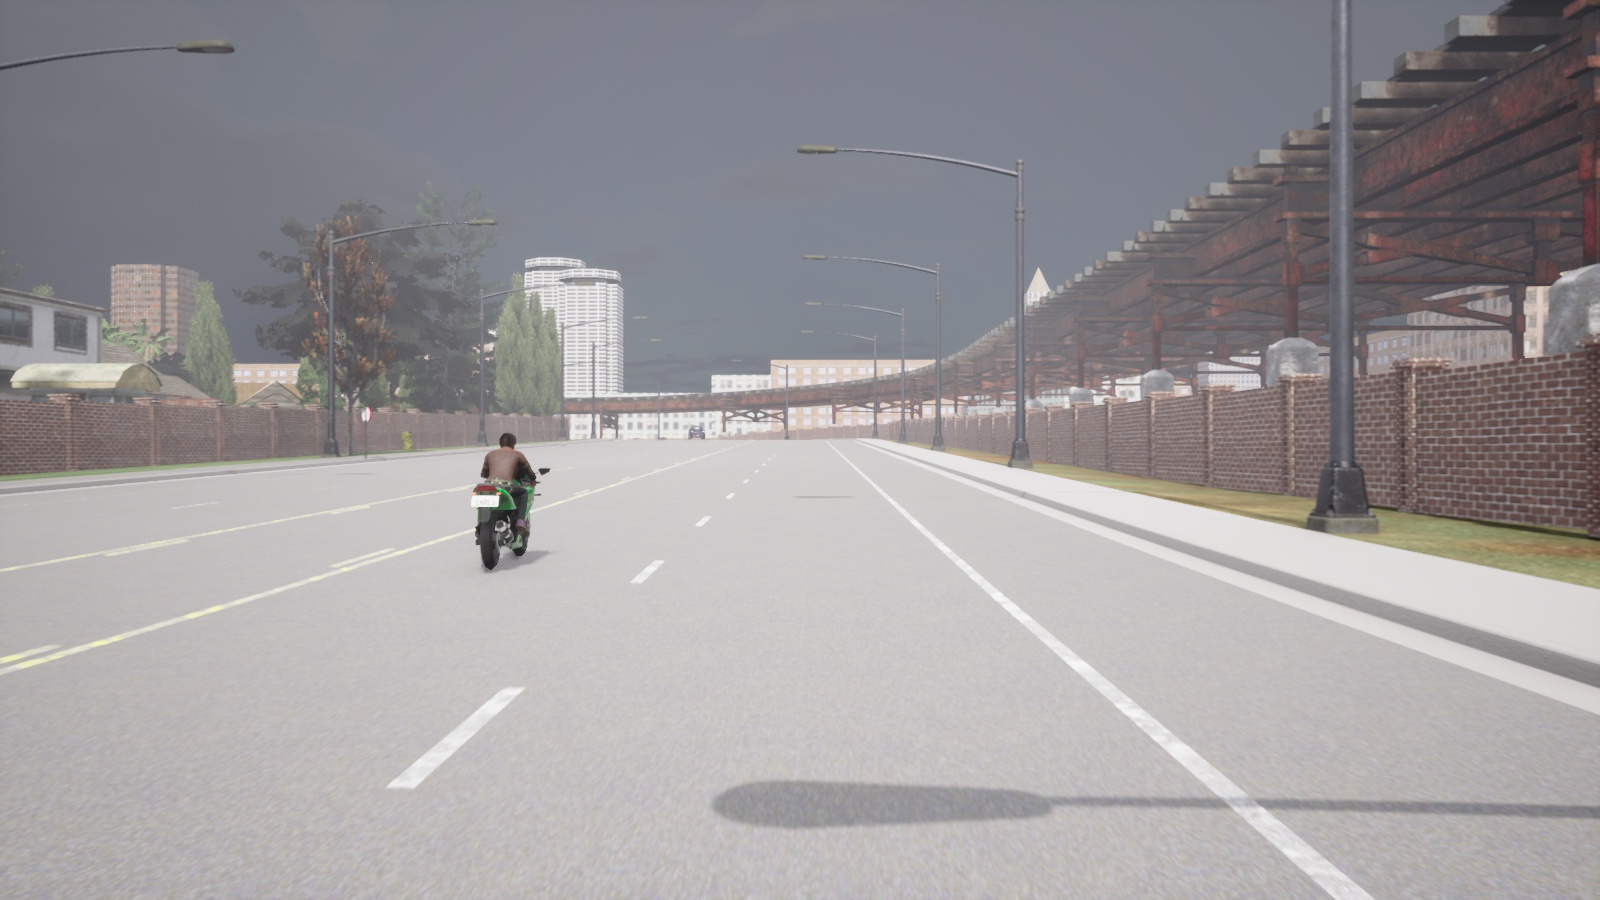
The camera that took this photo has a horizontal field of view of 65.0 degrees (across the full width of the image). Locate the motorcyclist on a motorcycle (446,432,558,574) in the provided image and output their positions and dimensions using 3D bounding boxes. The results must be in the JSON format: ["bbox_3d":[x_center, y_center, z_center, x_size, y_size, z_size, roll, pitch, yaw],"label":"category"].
[{"bbox_3d":[-3.399,0.552,14.531,0.797,1.523,2.044,0,1,0],"label":"motorcyclist on a motorcycle"}]
